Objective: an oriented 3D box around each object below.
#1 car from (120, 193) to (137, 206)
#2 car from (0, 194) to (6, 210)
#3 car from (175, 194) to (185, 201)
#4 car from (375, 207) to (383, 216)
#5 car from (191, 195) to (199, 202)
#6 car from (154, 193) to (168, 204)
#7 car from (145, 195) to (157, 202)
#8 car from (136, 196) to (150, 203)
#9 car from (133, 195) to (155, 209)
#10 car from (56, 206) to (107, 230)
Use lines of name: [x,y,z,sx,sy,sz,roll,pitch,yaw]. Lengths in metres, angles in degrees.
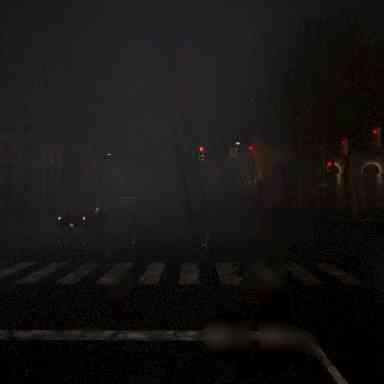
car: [-10.210,1.217,54.839,2.150,2.045,5.566,0,0,0]
car: [-21.647,1.218,33.076,5.566,2.045,2.150,0,1,-4]
car: [-2.773,1.272,78.602,2.097,1.767,4.553,0,0,1]
car: [18.598,1.523,29.145,4.674,1.442,1.812,0,0,1]
car: [0.727,1.442,78.573,2.128,1.511,4.902,0,0,1]
car: [-6.524,1.217,66.007,2.150,2.045,5.566,0,0,1]
car: [-9.763,1.531,79.258,2.033,1.411,5.357,0,0,1]
car: [-9.954,1.541,68.398,2.033,1.411,5.357,0,0,1]
car: [-6.478,1.473,44.972,1.882,1.535,5.008,0,0,-4]
car: [-6.956,1.599,21.421,1.895,1.301,4.718,0,0,0]
